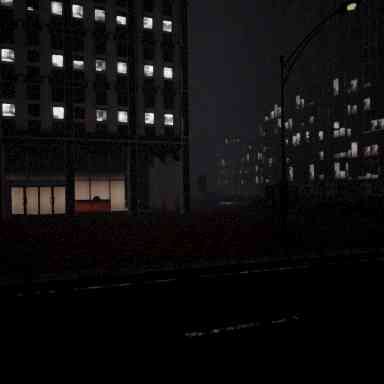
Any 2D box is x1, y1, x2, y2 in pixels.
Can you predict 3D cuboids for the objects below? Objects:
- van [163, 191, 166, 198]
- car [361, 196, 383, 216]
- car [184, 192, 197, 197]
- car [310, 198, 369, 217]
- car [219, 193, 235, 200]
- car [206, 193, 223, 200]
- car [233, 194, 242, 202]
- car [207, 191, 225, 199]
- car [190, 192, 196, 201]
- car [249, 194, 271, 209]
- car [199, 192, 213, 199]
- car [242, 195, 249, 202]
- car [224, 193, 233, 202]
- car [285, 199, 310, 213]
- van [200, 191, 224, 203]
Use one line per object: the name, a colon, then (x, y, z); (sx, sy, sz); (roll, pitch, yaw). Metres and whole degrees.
van: (-6.364, 0.687, 82.793); (1.690, 1.788, 3.998); (0, 1, -20)
car: (16.160, 1.196, 28.148); (2.097, 1.767, 4.553); (-1, 1, -20)
car: (-0.418, 0.709, 90.990); (2.008, 1.369, 4.403); (0, 1, -20)
car: (12.858, 1.434, 29.309); (1.947, 1.339, 4.313); (0, 1, -20)
car: (7.320, 0.953, 69.614); (1.802, 1.307, 4.206); (0, 1, -20)
car: (4.559, 0.930, 69.609); (1.812, 1.442, 4.674); (-1, 1, -20)
car: (7.974, 1.023, 60.173); (1.812, 1.442, 4.674); (-1, 1, -20)
car: (5.384, 0.633, 74.955); (2.192, 1.841, 5.009); (0, 1, -20)
car: (-0.560, 1.056, 66.763); (2.008, 1.369, 4.403); (0, 1, -20)
car: (9.061, 1.331, 40.025); (1.947, 1.339, 4.313); (0, 1, -20)
car: (3.450, 0.705, 80.300); (1.967, 1.590, 4.097); (0, 1, -20)
car: (11.188, 1.059, 58.924); (1.802, 1.307, 4.206); (0, 1, -20)
car: (4.827, 1.088, 59.760); (2.033, 1.411, 5.357); (-1, 1, -20)
car: (10.940, 1.399, 34.661); (1.802, 1.307, 4.206); (0, 1, -20)
van: (3.308, 0.952, 56.071); (1.690, 1.788, 3.998); (0, 1, -20)
